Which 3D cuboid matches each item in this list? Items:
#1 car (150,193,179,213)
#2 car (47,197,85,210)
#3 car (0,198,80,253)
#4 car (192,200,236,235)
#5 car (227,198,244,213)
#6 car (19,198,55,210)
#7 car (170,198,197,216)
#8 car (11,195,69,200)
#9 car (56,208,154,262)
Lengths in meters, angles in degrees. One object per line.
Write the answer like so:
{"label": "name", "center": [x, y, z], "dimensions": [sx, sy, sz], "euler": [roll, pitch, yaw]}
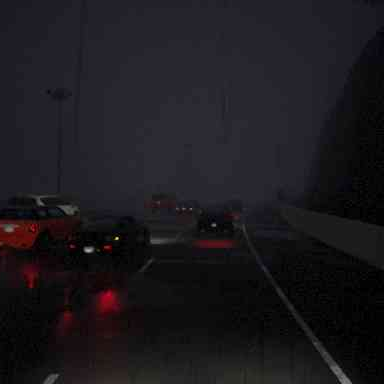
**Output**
{"label": "car", "center": [-2.754, 1.164, 35.973], "dimensions": [2.150, 2.045, 5.566], "euler": [0, 0, 12]}
{"label": "car", "center": [-15.862, 1.405, 42.108], "dimensions": [2.128, 1.511, 4.902], "euler": [0, 0, 14]}
{"label": "car", "center": [-6.168, 1.322, 13.701], "dimensions": [2.097, 1.767, 4.553], "euler": [0, 0, 5]}
{"label": "car", "center": [1.365, 1.452, 18.620], "dimensions": [1.882, 1.535, 5.008], "euler": [0, 0, 7]}
{"label": "car", "center": [4.653, 1.445, 36.870], "dimensions": [2.128, 1.511, 4.902], "euler": [0, 0, 13]}
{"label": "car", "center": [-19.479, 1.472, 42.003], "dimensions": [1.994, 1.385, 4.181], "euler": [0, 0, 14]}
{"label": "car", "center": [-0.192, 1.501, 31.235], "dimensions": [2.033, 1.411, 5.357], "euler": [0, 0, 11]}
{"label": "car", "center": [-8.992, 1.178, 20.498], "dimensions": [2.150, 2.045, 5.566], "euler": [0, 0, 7]}
{"label": "car", "center": [-2.823, 1.504, 11.971], "dimensions": [1.812, 1.442, 4.674], "euler": [0, 0, 4]}
